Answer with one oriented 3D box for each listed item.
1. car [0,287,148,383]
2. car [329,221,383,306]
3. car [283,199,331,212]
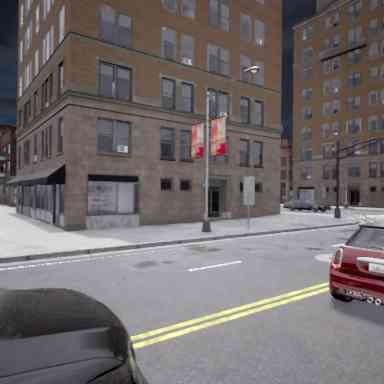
[{"bbox_3d":[-2.844,1.219,1.407,5.566,2.045,2.150,0,0,-36],"label":"car"},{"bbox_3d":[4.971,1.362,7.078,4.553,1.767,2.097,0,0,-36],"label":"car"},{"bbox_3d":[12.835,1.495,37.442,2.033,1.411,5.357,1,0,-36],"label":"car"}]
